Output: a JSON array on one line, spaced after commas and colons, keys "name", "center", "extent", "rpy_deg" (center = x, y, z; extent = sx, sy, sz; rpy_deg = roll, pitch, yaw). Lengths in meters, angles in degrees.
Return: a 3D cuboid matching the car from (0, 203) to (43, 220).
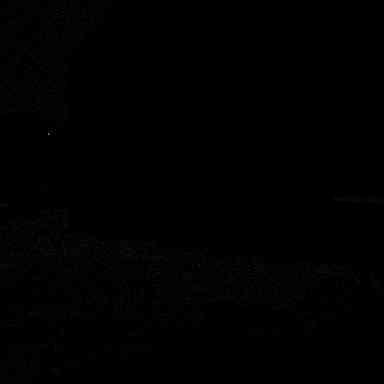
[{"name": "car", "center": [-14.826, 1.576, 27.341], "extent": [1.752, 1.417, 4.829], "rpy_deg": [-1, -1, 36]}]
